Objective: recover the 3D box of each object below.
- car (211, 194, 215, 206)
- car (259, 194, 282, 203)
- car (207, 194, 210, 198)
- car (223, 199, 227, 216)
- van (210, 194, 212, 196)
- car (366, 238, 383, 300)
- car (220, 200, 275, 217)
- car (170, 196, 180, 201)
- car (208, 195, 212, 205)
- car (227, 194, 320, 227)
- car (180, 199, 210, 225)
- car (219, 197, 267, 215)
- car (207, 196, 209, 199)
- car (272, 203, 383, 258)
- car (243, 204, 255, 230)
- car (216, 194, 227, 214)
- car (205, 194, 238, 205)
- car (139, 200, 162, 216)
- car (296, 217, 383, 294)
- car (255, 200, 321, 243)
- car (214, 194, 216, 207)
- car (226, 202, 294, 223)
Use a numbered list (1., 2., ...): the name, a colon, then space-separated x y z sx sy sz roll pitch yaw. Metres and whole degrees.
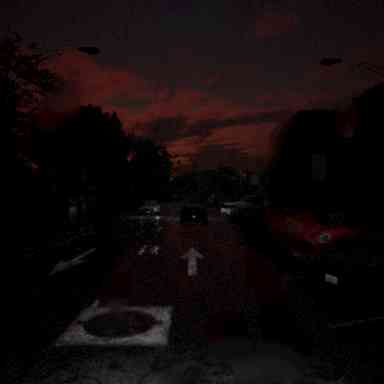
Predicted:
1. car: 5.450 1.449 44.094 4.553 1.767 2.185 1 0 -20
2. car: 18.414 1.469 78.122 2.435 2.045 5.566 0 0 -21
3. car: 5.249 1.616 56.041 5.366 1.575 1.946 1 0 -20
4. car: 5.178 1.504 23.003 5.366 1.575 1.946 1 0 -20
5. van: 5.535 1.374 50.143 4.442 1.987 1.878 1 -1 -20
6. car: 5.309 1.528 5.058 4.674 1.452 2.002 1 0 -20
7. car: 5.357 1.562 32.062 4.792 1.488 2.163 1 0 -20
8. car: -3.783 1.532 74.309 1.882 1.535 5.008 0 0 1
9. car: 5.413 1.586 47.097 5.008 1.535 2.097 1 -1 -20
10. car: 5.332 1.253 20.046 5.566 2.045 2.435 1 0 -20
11. car: 0.122 1.505 24.659 1.882 1.535 5.008 0 0 0
12. car: 5.361 1.416 35.076 4.553 1.767 2.185 1 0 -20
13. car: 5.430 1.650 53.100 4.674 1.452 2.002 1 0 -20
14. car: 5.350 1.367 11.070 4.553 1.767 2.185 1 0 -20
15. car: 5.330 1.539 17.067 4.674 1.452 2.002 1 0 -20
16. car: 5.350 1.273 29.063 5.566 2.045 2.435 1 0 -20
17. car: 5.441 1.395 62.135 5.566 2.045 2.435 1 0 -20
18. car: -4.053 1.575 33.066 1.812 1.442 4.674 0 0 0
19. car: 5.283 1.518 8.050 4.792 1.488 2.163 1 0 -20
20. car: 5.357 1.370 14.071 4.553 1.767 2.185 1 0 -20
21. car: 5.370 1.426 38.078 4.553 1.767 2.185 1 0 -20
22. car: 5.334 1.546 26.061 4.792 1.488 2.163 1 0 -20
